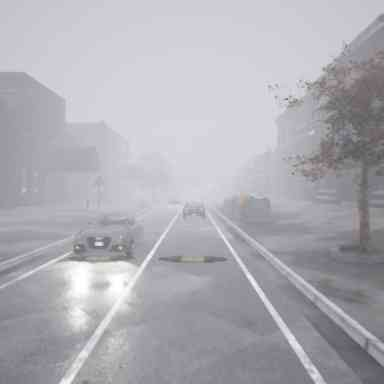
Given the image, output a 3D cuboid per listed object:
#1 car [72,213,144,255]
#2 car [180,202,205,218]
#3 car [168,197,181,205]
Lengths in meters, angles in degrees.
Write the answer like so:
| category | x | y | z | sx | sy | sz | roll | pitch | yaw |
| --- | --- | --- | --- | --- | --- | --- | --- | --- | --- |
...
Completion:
| category | x | y | z | sx | sy | sz | roll | pitch | yaw |
| --- | --- | --- | --- | --- | --- | --- | --- | --- | --- |
| car | -3.062 | 1.535 | 12.936 | 1.994 | 1.385 | 4.181 | 0 | -1 | 0 |
| car | 0.184 | 1.547 | 29.385 | 1.895 | 1.301 | 4.718 | 0 | 0 | 0 |
| car | -2.888 | 1.523 | 55.748 | 1.994 | 1.385 | 4.181 | 0 | 0 | 1 |
